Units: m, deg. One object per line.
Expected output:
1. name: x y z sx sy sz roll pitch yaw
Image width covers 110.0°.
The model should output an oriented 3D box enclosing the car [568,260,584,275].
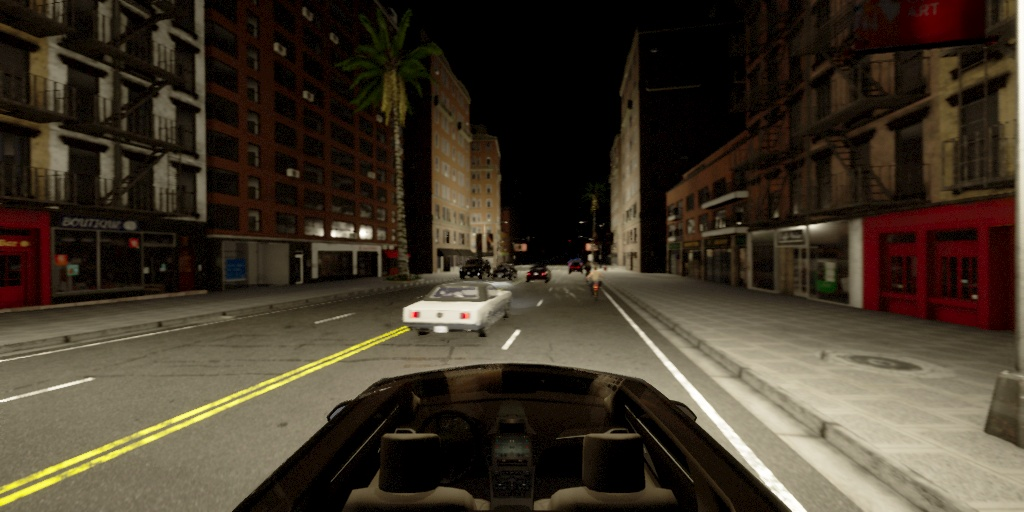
1. car: 8.316 1.609 46.616 1.837 1.490 4.892 0 -1 11

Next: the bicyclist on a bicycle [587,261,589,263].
1. bicyclist on a bicycle: 5.795 1.297 27.368 0.659 1.776 1.843 0 0 10

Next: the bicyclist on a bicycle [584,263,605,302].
1. bicyclist on a bicycle: 3.929 1.280 16.858 0.866 1.612 1.509 0 0 10

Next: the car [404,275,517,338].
1. car: -1.264 1.425 10.523 1.895 1.301 4.718 0 0 10

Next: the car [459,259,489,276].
1. car: -3.576 1.289 36.121 2.150 2.045 5.566 0 -1 10

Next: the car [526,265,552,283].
1. car: 2.392 1.531 31.365 2.033 1.411 5.357 0 -1 10

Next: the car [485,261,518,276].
1. car: -0.660 1.519 33.931 2.128 1.511 4.902 0 -1 10
